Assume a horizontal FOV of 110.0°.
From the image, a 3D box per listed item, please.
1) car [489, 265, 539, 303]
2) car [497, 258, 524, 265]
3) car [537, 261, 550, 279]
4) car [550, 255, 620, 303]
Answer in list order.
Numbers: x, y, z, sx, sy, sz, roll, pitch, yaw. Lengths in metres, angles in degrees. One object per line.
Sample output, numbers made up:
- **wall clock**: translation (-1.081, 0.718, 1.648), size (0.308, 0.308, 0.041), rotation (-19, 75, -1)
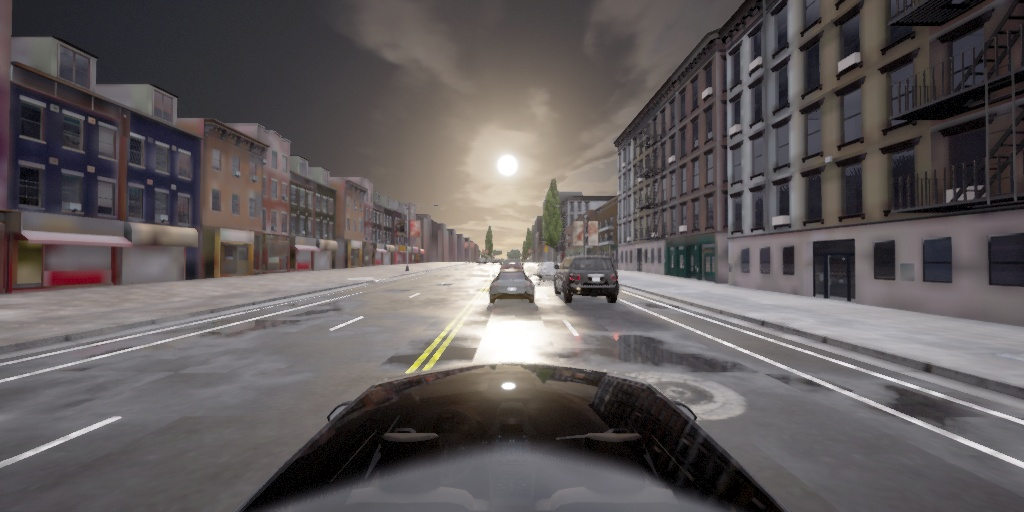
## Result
- **car**: translation (0.000, 1.302, 16.500), size (1.994, 1.385, 4.181), rotation (0, 0, 0)
- **car**: translation (0.000, 1.032, 31.470), size (2.097, 1.767, 4.553), rotation (0, 0, 0)
- **car**: translation (3.250, 1.199, 31.500), size (1.812, 1.442, 4.674), rotation (0, 0, 0)
- **car**: translation (3.250, 0.987, 16.530), size (2.150, 2.045, 5.566), rotation (0, 0, 0)
